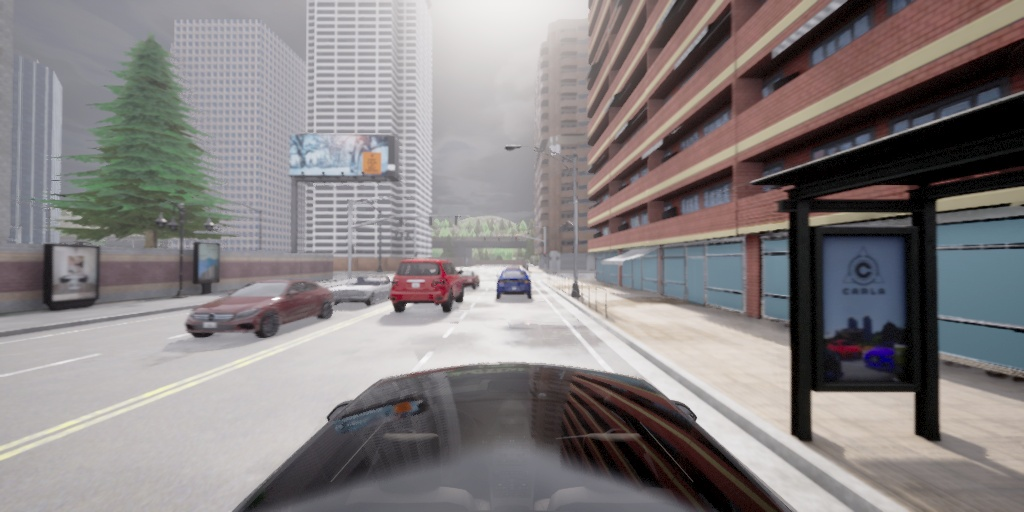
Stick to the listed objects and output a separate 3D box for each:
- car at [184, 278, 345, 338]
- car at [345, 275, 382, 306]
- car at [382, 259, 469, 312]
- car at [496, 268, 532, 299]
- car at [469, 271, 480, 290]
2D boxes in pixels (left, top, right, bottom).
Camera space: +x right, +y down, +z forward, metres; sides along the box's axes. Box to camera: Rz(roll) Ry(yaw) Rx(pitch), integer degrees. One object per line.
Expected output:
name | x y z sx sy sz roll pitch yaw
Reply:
car | -7.093 1.404 10.755 1.812 1.442 4.674 0 -1 0
car | -6.999 1.614 17.247 1.895 1.301 4.718 0 -1 0
car | -3.403 1.165 15.359 2.150 2.045 5.566 0 -1 0
car | 0.099 1.491 20.332 1.882 1.535 5.008 0 -1 0
car | -3.399 1.696 26.068 1.895 1.301 4.718 0 -1 0
